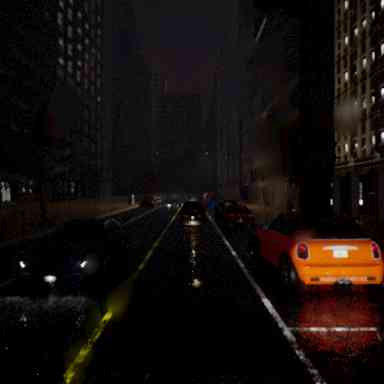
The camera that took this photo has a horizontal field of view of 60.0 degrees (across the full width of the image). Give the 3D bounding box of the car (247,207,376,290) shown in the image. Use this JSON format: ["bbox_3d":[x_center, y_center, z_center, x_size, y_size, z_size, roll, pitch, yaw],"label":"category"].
[{"bbox_3d":[3.070,1.308,9.127,2.097,1.767,4.553,0,0,-2],"label":"car"}]

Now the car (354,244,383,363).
[{"bbox_3d":[3.145,1.494,2.063,1.837,1.490,4.892,0,0,0],"label":"car"}]

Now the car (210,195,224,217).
[{"bbox_3d":[2.694,1.315,26.247,1.967,1.590,4.097,0,0,0],"label":"car"}]

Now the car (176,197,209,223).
[{"bbox_3d":[0.063,1.391,24.381,1.837,1.490,4.892,0,1,0],"label":"car"}]

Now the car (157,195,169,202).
[{"bbox_3d":[-5.695,1.229,65.712,2.008,1.369,4.403,1,0,0],"label":"car"}]

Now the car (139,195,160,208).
[{"bbox_3d":[-5.689,1.233,43.141,1.967,1.590,4.097,1,0,0],"label":"car"}]

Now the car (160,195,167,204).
[{"bbox_3d":[-5.692,1.286,54.427,2.008,1.369,4.403,1,0,0],"label":"car"}]

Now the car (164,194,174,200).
[{"bbox_3d":[-5.698,1.142,82.641,2.008,1.369,4.403,1,0,0],"label":"car"}]

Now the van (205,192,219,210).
[{"bbox_3d":[2.693,1.162,37.529,1.690,1.788,3.998,1,0,0],"label":"van"}]

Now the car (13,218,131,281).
[{"bbox_3d":[-3.102,1.501,9.943,2.033,1.411,5.357,0,0,0],"label":"car"}]

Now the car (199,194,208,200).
[{"bbox_3d":[2.683,1.202,77.020,1.802,1.307,4.206,1,0,0],"label":"car"}]

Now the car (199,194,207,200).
[{"bbox_3d":[2.683,1.115,82.831,1.752,1.417,4.829,1,0,0],"label":"car"}]

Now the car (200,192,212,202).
[{"bbox_3d":[2.689,0.993,65.736,2.192,1.841,5.009,1,0,0],"label":"car"}]

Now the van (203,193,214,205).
[{"bbox_3d":[2.690,1.077,54.454,1.690,1.788,3.998,1,0,0],"label":"van"}]

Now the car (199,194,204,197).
[{"bbox_3d":[0.084,1.343,42.690,2.033,1.411,5.357,0,0,0],"label":"car"}]

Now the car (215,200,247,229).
[{"bbox_3d":[2.694,1.447,20.606,1.887,1.381,4.507,0,0,0],"label":"car"}]

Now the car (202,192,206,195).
[{"bbox_3d":[2.691,1.079,48.812,2.192,1.841,5.009,1,0,0],"label":"car"}]

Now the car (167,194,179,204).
[{"bbox_3d":[-3.029,1.327,56.300,1.895,1.301,4.718,0,0,0],"label":"car"}]
